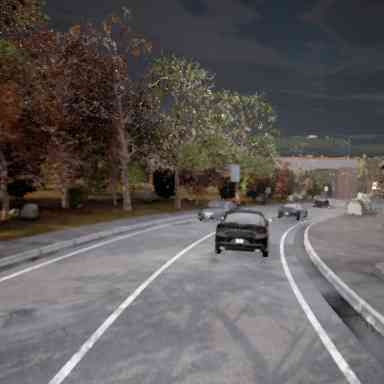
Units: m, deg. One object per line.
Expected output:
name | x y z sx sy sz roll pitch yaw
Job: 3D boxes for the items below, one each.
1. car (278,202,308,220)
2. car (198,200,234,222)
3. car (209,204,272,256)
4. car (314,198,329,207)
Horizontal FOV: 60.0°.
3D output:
car | 9.022 1.652 29.628 1.812 1.442 4.674 4 1 30
car | 2.034 1.361 24.179 2.128 1.511 4.902 3 1 24
car | 2.140 1.470 13.341 1.882 1.535 5.008 1 0 13
car | 23.217 1.781 59.443 1.882 1.535 5.008 4 2 32
